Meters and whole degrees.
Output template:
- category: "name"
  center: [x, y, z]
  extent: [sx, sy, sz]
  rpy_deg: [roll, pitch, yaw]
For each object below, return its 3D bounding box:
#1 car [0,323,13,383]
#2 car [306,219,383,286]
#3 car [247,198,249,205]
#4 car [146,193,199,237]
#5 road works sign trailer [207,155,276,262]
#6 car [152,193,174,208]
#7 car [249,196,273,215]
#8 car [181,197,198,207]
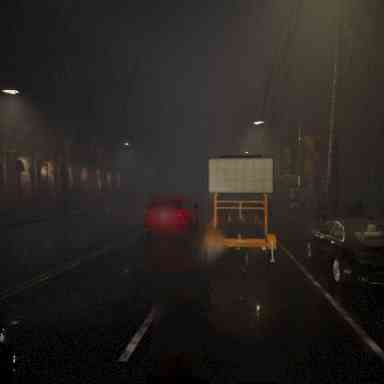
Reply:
- category: "car"
  center: [-2.952, 1.490, 1.494]
  extent: [2.128, 1.511, 4.902]
  rpy_deg: [0, 0, 7]
- category: "car"
  center: [4.527, 1.481, 9.244]
  extent: [2.231, 1.521, 4.892]
  rpy_deg: [0, 0, 7]
- category: "car"
  center: [10.994, 1.512, 60.140]
  extent: [2.161, 1.482, 4.786]
  rpy_deg: [0, 0, 7]
- category: "car"
  center: [-0.933, 1.222, 18.129]
  extent: [2.150, 2.045, 5.566]
  rpy_deg: [0, 0, 7]
- category: "road works sign trailer"
  center: [1.781, 0.464, 12.248]
  extent: [2.380, 3.560, 2.880]
  rpy_deg: [0, 0, 7]
- category: "car"
  center: [-4.286, 1.219, 49.751]
  extent: [2.150, 2.045, 5.566]
  rpy_deg: [0, 0, 8]
- category: "car"
  center: [8.059, 1.354, 38.406]
  extent: [2.185, 1.767, 4.553]
  rpy_deg: [0, 0, 7]
- category: "car"
  center: [-0.310, 1.546, 52.942]
  extent: [2.033, 1.411, 5.357]
  rpy_deg: [0, 0, 8]
